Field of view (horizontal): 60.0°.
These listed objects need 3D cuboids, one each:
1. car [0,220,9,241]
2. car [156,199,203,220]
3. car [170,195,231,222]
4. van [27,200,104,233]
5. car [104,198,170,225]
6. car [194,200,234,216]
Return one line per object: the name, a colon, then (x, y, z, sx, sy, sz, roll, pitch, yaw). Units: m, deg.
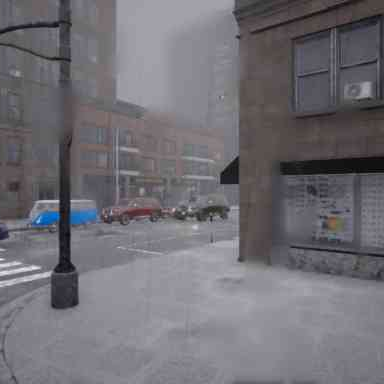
car: (-9.452, 1.536, 12.484, 1.812, 1.442, 4.674, 0, 0, 36)
car: (-1.006, 1.466, 28.851, 1.967, 1.590, 4.097, 0, 0, 36)
car: (0.991, 1.250, 26.913, 2.150, 2.045, 5.566, 0, 0, 35)
van: (-7.569, 1.358, 19.785, 1.690, 1.788, 3.998, 0, 0, 36)
car: (-4.287, 1.337, 24.318, 2.192, 1.841, 5.009, 0, 0, 36)
car: (2.275, 1.575, 33.384, 1.887, 1.381, 4.507, 0, 0, 36)
